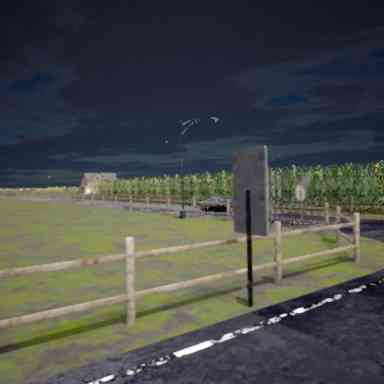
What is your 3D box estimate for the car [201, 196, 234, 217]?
[{"bbox_3d":[2.686,1.113,26.367,2.128,1.511,4.902,-2,1,-36],"label":"car"}]
